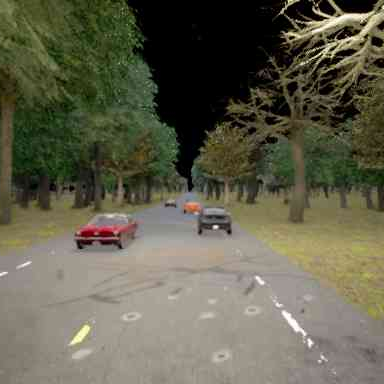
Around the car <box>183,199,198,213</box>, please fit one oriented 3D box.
[{"bbox_3d":[0.033,1.596,41.114,2.097,1.767,4.553,0,-1,1],"label":"car"}]

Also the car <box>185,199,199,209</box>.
[{"bbox_3d":[-0.004,1.892,54.998,2.128,1.511,4.902,0,-1,0],"label":"car"}]

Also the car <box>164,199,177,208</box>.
[{"bbox_3d":[-3.562,1.892,56.212,1.882,1.535,5.008,0,-1,1],"label":"car"}]

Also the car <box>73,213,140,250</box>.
[{"bbox_3d":[-3.600,1.647,14.769,1.895,1.301,4.718,0,0,0],"label":"car"}]

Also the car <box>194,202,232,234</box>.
[{"bbox_3d":[1.223,1.577,19.523,1.837,1.490,4.892,0,0,0],"label":"car"}]
